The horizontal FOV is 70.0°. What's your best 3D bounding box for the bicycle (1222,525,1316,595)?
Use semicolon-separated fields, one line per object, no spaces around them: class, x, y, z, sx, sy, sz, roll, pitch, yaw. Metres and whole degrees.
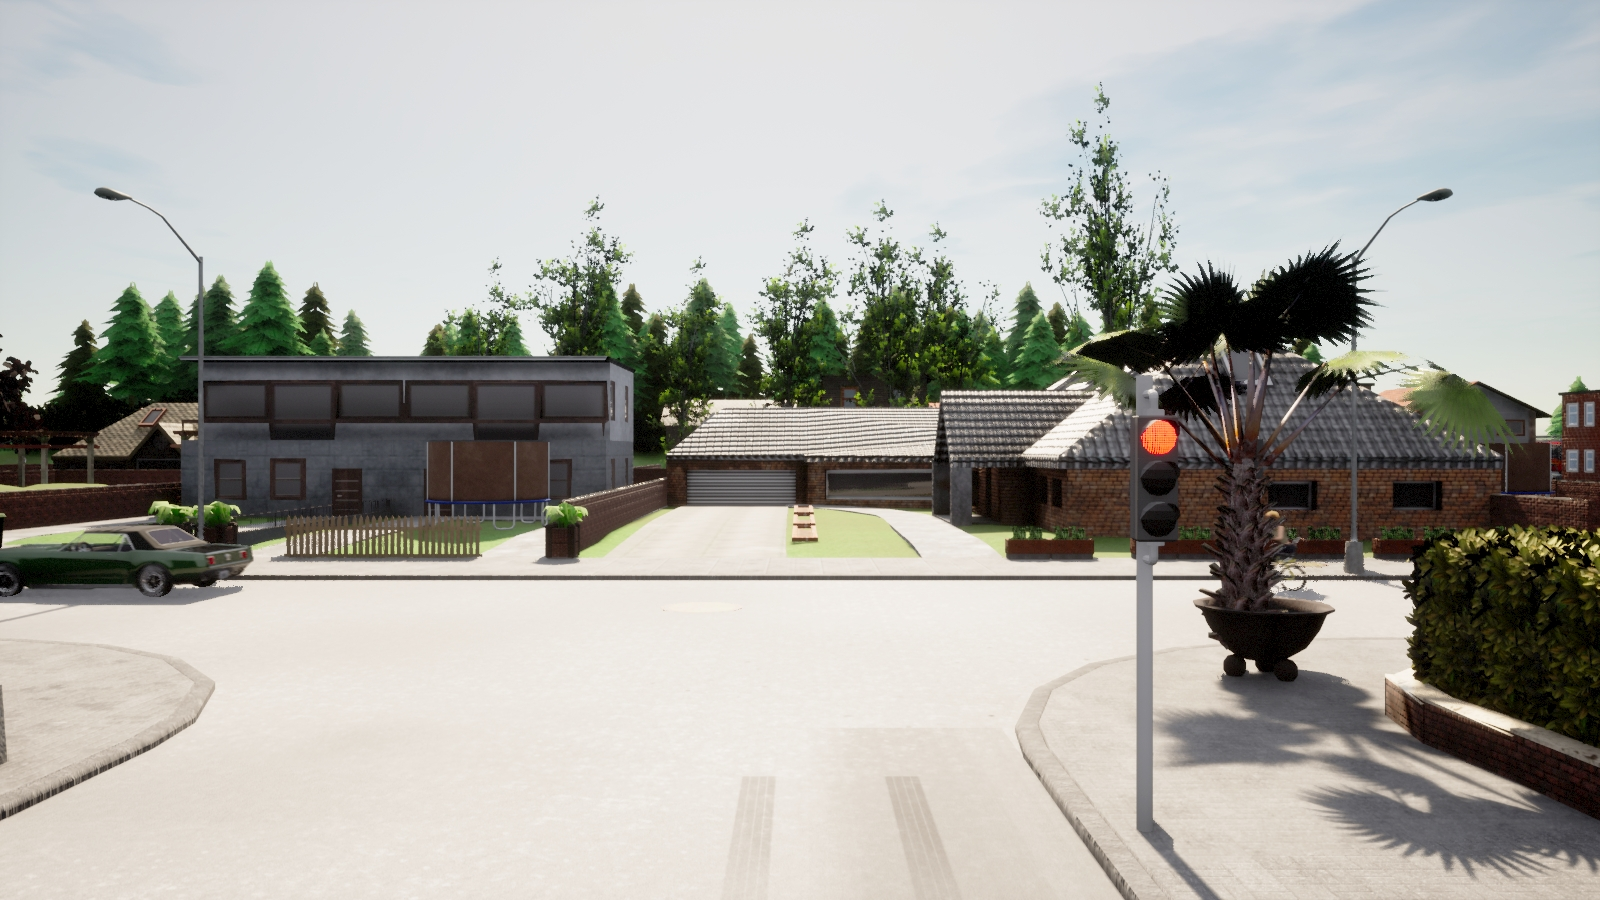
bicycle;9.201;2.149;22.444;1.487;1.276;0.859;0;0;0

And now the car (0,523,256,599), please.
car;-13.476;2.146;22.425;4.718;1.301;1.895;0;0;2
